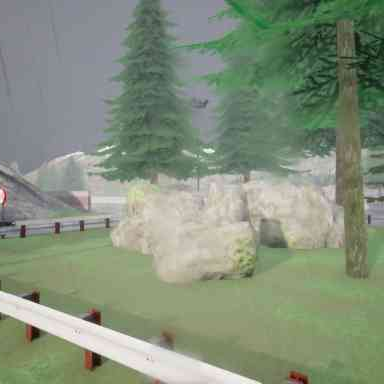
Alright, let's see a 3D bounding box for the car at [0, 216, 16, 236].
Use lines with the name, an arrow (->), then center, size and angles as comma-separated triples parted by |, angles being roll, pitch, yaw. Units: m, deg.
car -> -10.800, 1.358, 15.621 | 5.357, 1.411, 2.033 | 0, 0, 23
